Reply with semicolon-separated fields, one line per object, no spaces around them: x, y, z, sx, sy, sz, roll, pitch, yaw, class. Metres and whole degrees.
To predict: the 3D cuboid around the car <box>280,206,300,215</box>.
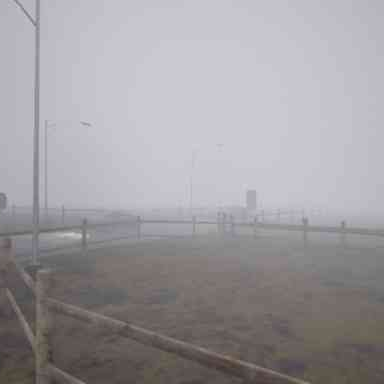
14.593;2.745;49.510;2.033;1.411;5.357;1;-1;35;car

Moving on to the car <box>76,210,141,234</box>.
-5.277;1.848;21.450;1.994;1.385;4.181;1;-1;35;car

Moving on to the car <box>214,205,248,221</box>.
4.173;2.134;34.861;1.882;1.535;5.008;1;-1;35;car
